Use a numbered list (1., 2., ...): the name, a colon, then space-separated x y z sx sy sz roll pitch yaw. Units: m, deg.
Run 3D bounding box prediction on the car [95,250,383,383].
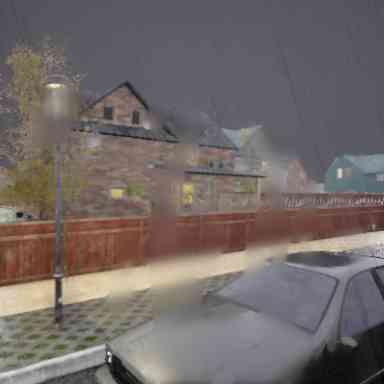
1. car: 1.640 1.541 4.251 5.357 1.411 2.033 0 0 -36
